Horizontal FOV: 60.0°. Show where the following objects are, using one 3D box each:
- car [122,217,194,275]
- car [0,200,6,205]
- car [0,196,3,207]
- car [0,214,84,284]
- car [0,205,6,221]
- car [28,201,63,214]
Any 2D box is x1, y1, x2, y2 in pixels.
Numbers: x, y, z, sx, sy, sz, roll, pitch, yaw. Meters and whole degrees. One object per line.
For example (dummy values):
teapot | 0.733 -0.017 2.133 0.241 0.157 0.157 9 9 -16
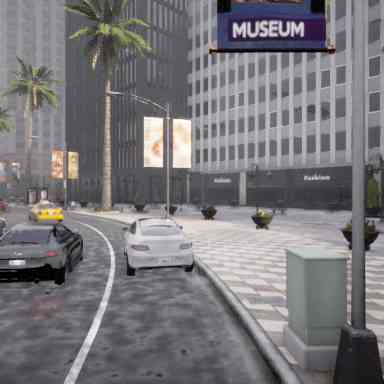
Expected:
car | -1.175 1.524 10.451 1.812 1.442 4.674 0 0 -13
car | -23.222 1.502 38.872 1.812 1.442 4.674 0 0 -44
car | -31.008 1.449 51.164 2.231 1.521 4.892 0 0 -44
car | -4.305 1.560 9.445 1.994 1.385 4.181 0 0 -11
car | -9.147 1.496 13.910 1.837 1.490 4.892 1 0 -19
car | -11.157 1.445 25.135 1.801 1.575 5.366 0 0 -33
